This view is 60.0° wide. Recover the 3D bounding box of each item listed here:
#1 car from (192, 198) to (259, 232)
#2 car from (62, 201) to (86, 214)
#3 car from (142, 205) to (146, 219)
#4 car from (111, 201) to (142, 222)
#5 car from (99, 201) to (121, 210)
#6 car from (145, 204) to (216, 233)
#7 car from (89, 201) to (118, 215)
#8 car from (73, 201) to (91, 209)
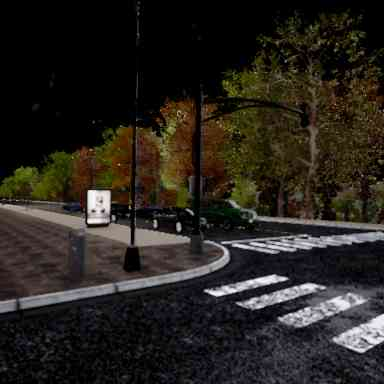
[{"bbox_3d":[1.991,1.470,22.655,2.150,2.045,5.566,1,-1,-36],"label":"car"},{"bbox_3d":[-14.650,1.991,41.137,2.033,1.411,5.357,1,-1,-34],"label":"car"},{"bbox_3d":[-3.693,1.918,30.924,1.994,1.385,4.181,1,-1,-34],"label":"car"},{"bbox_3d":[-6.573,1.797,29.371,1.837,1.490,4.892,1,-1,-35],"label":"car"},{"bbox_3d":[-14.467,2.282,58.370,2.128,1.511,4.902,1,-1,-34],"label":"car"},{"bbox_3d":[-0.856,1.691,21.072,1.837,1.490,4.892,1,-1,-35],"label":"car"},{"bbox_3d":[-11.247,1.973,41.918,1.882,1.535,5.008,1,-1,-34],"label":"car"},{"bbox_3d":[-20.103,2.306,60.810,1.812,1.442,4.674,1,-1,-34],"label":"car"}]
